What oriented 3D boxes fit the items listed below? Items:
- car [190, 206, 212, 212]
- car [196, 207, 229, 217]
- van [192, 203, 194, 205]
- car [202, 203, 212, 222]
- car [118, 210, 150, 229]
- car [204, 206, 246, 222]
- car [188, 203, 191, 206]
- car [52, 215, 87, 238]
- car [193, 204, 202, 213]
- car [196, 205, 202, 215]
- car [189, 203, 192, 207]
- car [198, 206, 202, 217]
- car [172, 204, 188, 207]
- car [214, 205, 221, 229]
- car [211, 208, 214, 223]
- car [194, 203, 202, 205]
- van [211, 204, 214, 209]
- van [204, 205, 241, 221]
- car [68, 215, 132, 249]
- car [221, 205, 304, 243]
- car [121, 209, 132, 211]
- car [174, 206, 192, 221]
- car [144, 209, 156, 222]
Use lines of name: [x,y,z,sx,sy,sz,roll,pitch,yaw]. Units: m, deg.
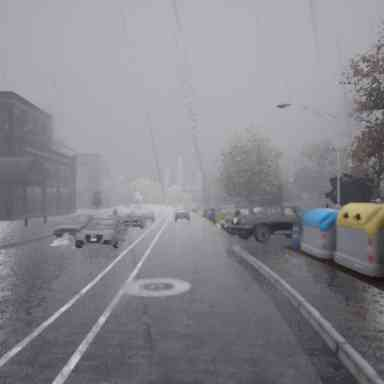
car: [2.100,3.904,75.917,4.674,1.452,2.002,1,-2,-24]
car: [3.391,3.271,55.168,4.892,1.521,2.231,1,-2,-23]
van: [2.834,3.396,67.089,4.442,1.987,1.878,1,-2,-24]
car: [4.296,2.345,34.467,5.566,2.045,2.435,2,-2,-22]
car: [-5.064,2.536,29.303,1.895,1.301,4.718,0,-2,-2]
car: [4.047,2.671,40.373,4.553,1.767,2.185,2,-2,-22]
car: [2.498,3.785,73.034,5.366,1.575,1.946,1,-2,-24]
car: [-7.587,2.243,22.575,2.033,1.411,5.357,0,-2,-2]
car: [3.350,3.172,52.128,5.366,1.575,1.946,2,-2,-23]
car: [3.819,3.087,49.305,5.366,1.575,1.946,2,-2,-23]
car: [2.526,3.702,69.996,5.008,1.535,2.097,1,-2,-24]
car: [3.795,3.021,46.287,4.792,1.488,2.163,2,-2,-22]
car: [-2.210,3.428,60.648,1.882,1.535,5.008,0,-2,-3]
car: [4.738,1.925,22.616,5.566,2.045,2.435,2,-2,-22]
car: [4.475,2.275,25.494,5.366,1.575,1.946,2,-2,-23]
car: [3.209,3.234,58.128,4.553,1.767,2.185,2,-2,-23]
van: [4.495,2.270,31.547,4.442,1.987,1.878,2,-2,-22]
van: [3.999,2.671,43.374,4.442,1.987,1.878,2,-2,-22]
car: [-4.560,2.067,17.178,1.994,1.385,4.181,0,-2,-2]
car: [4.907,1.821,19.694,5.566,2.045,2.435,2,-3,-22]
car: [-8.433,2.930,43.045,1.812,1.442,4.674,0,-2,-2]
car: [-1.311,2.937,43.342,1.812,1.442,4.674,0,-2,-2]
car: [-5.567,2.879,41.504,1.812,1.442,4.674,0,-2,-2]
